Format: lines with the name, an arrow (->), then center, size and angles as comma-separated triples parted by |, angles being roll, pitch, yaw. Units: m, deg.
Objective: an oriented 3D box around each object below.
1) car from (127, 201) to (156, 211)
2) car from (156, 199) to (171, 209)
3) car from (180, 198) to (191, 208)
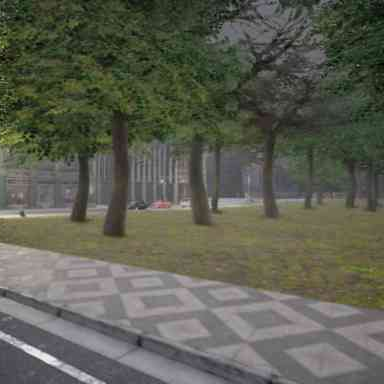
car -> -8.679, 2.298, 54.416 | 1.837, 1.490, 4.892 | 0, 0, 34
car -> -5.982, 2.250, 63.767 | 2.097, 1.767, 4.553 | 0, -1, 34
car -> -0.235, 2.198, 66.903 | 2.150, 2.045, 5.566 | 0, 0, 34
